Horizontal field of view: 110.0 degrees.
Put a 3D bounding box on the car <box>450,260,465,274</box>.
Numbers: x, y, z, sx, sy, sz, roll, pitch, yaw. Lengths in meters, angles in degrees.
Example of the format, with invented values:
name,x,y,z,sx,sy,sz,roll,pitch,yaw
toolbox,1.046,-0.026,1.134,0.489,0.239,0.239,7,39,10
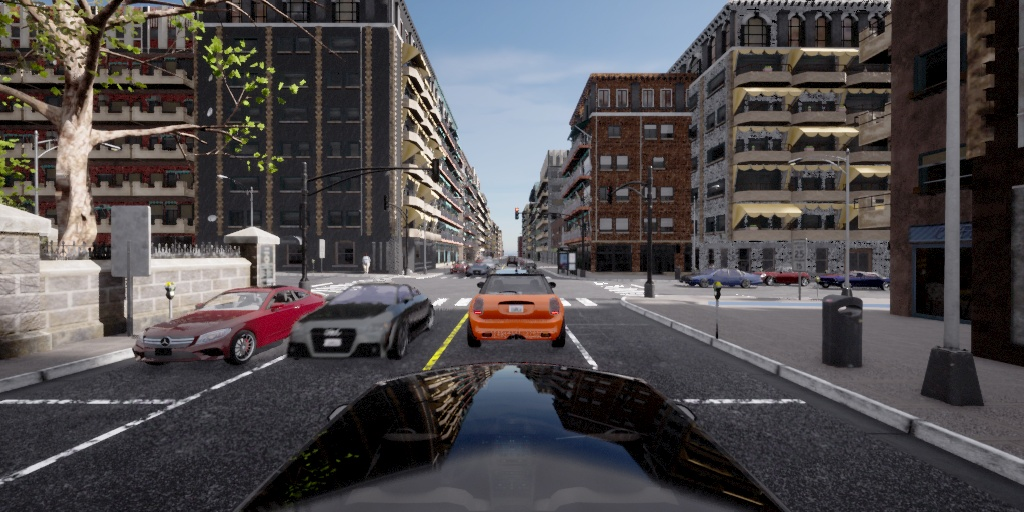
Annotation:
name,x,y,z,sx,sy,sz,roll,pitch,yaw
car,-5.735,1.187,40.364,1.967,1.591,4.097,0,0,0

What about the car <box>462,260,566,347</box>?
name,x,y,z,sx,sy,sz,roll,pitch,yaw
car,0.118,1.101,9.463,2.097,1.767,4.553,0,0,1

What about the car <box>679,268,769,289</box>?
name,x,y,z,sx,sy,sz,roll,pitch,yaw
car,15.220,1.584,26.190,5.357,1.411,2.033,1,0,-1

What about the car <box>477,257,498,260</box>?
name,x,y,z,sx,sy,sz,roll,pitch,yaw
car,-3.152,1.275,46.934,1.812,1.442,4.674,0,1,0

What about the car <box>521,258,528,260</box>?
name,x,y,z,sx,sy,sz,roll,pitch,yaw
car,2.631,1.298,51.646,2.007,1.370,4.403,0,0,0

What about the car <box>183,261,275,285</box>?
name,x,y,z,sx,sy,sz,roll,pitch,yaw
car,-17.673,1.034,22.550,4.181,1.385,1.994,1,0,-1

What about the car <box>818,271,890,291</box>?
name,x,y,z,sx,sy,sz,roll,pitch,yaw
car,25.253,1.815,26.321,4.718,1.301,1.895,1,0,-1

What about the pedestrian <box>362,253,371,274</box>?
name,x,y,z,sx,sy,sz,roll,pitch,yaw
pedestrian,-12.748,0.651,31.348,0.375,1.860,0.375,0,-1,-1

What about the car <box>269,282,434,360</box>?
name,x,y,z,sx,sy,sz,roll,pitch,yaw
car,-3.107,1.314,8.206,1.994,1.385,4.181,0,0,0

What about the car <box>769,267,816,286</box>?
name,x,y,z,sx,sy,sz,roll,pitch,yaw
car,21.348,1.571,28.834,4.097,1.591,1.967,0,0,-1

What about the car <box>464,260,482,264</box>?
name,x,y,z,sx,sy,sz,roll,pitch,yaw
car,-3.138,1.312,33.946,1.994,1.385,4.181,0,0,0

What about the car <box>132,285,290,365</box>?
name,x,y,z,sx,sy,sz,roll,pitch,yaw
car,-5.696,1.331,7.953,1.802,1.307,4.207,0,0,0

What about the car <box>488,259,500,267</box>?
name,x,y,z,sx,sy,sz,roll,pitch,yaw
car,-3.137,1.255,64.139,1.837,1.490,4.892,0,-1,0
